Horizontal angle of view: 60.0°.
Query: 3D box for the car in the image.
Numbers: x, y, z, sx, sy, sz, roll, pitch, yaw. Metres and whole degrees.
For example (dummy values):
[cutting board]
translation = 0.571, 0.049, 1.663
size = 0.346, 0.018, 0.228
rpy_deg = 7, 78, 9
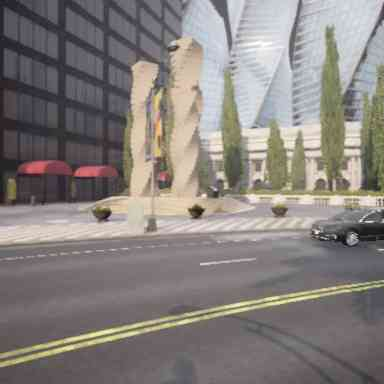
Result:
[car]
translation = 7.491, 1.435, 14.298
size = 4.892, 1.490, 1.837
rpy_deg = 0, 0, -14
